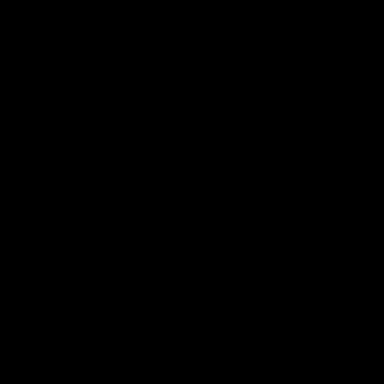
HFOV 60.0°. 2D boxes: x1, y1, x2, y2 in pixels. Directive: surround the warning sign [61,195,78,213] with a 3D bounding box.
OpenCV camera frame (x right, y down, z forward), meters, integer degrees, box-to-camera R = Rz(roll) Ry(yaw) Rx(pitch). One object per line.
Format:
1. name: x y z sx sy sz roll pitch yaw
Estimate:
1. warning sign: -12.884 1.278 34.860 1.300 1.860 1.060 -1 -1 28
